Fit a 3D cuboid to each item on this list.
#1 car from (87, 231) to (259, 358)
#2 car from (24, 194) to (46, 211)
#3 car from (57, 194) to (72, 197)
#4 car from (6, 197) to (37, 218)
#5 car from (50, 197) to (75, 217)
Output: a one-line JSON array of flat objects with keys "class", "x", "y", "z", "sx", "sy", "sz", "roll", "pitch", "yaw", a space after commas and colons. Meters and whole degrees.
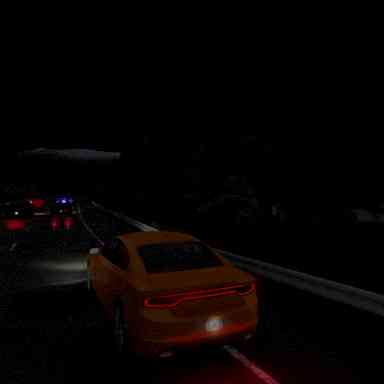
[{"class": "car", "x": -0.780, "y": 1.478, "z": 6.321, "sx": 1.882, "sy": 1.535, "sz": 5.008, "roll": 0, "pitch": 0, "yaw": -25}, {"class": "car", "x": -18.908, "y": 1.221, "z": 39.783, "sx": 2.150, "sy": 2.045, "sz": 5.566, "roll": 0, "pitch": 0, "yaw": -19}, {"class": "car", "x": -15.790, "y": 1.221, "z": 41.306, "sx": 2.150, "sy": 2.045, "sz": 5.566, "roll": 0, "pitch": 0, "yaw": -19}, {"class": "car", "x": -15.402, "y": 1.505, "z": 29.909, "sx": 1.837, "sy": 1.490, "sz": 4.892, "roll": 0, "pitch": 0, "yaw": -20}, {"class": "car", "x": -12.276, "y": 1.492, "z": 31.431, "sx": 2.128, "sy": 1.511, "sz": 4.902, "roll": 0, "pitch": 0, "yaw": -19}]
